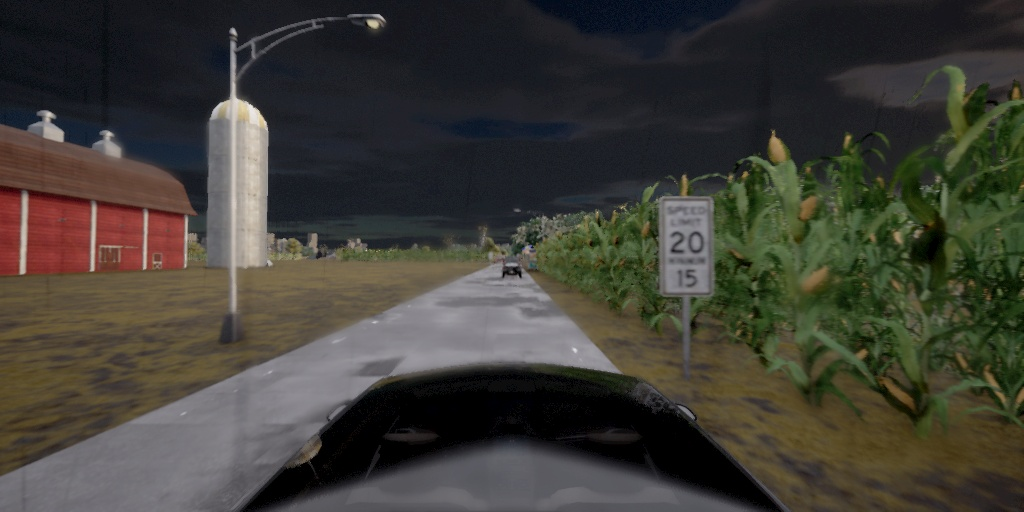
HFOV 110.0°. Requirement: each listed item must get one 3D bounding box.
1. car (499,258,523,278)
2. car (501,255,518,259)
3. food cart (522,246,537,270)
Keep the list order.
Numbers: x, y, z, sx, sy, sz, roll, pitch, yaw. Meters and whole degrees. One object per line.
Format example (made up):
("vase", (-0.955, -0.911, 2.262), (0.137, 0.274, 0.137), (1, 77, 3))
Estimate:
("car", (-0.012, 1.277, 34.736), (1.882, 1.535, 5.008), (0, 0, 0))
("car", (0.001, 1.039, 47.322), (2.150, 2.045, 5.566), (0, 0, 0))
("food cart", (3.101, 0.289, 54.799), (2.280, 3.560, 4.660), (0, 0, 0))
